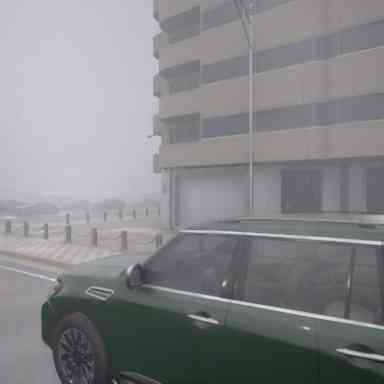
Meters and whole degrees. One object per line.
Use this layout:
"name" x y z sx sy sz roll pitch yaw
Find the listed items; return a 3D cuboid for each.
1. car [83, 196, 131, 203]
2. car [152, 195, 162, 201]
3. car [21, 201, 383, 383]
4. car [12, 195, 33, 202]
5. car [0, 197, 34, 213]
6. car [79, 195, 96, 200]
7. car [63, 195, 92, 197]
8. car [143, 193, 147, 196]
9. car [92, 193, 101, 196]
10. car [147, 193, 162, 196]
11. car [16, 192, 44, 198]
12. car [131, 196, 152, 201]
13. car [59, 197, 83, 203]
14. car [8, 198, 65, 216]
"car" -10.103 1.547 39.901 2.128 1.511 4.902 0 0 35
"car" -3.374 1.581 49.521 1.812 1.442 4.674 0 0 35
"car" 0.776 1.222 3.443 5.566 2.045 2.150 0 0 35
"car" -38.058 1.419 74.821 1.784 1.438 3.905 0 0 35
"car" -18.916 1.547 33.385 2.128 1.511 4.902 0 0 35
"car" -28.032 1.451 89.124 1.970 1.475 3.806 0 0 35
"car" -21.847 1.451 63.463 1.970 1.475 3.806 0 0 35
"car" -9.592 1.211 76.199 1.905 1.878 3.866 0 0 35
"car" -25.669 1.211 87.450 1.905 1.878 3.866 0 0 35
"car" -7.255 1.209 74.491 1.932 1.855 4.605 0 0 35
"car" -35.725 1.208 73.103 1.932 1.855 4.605 0 0 35
"car" -7.008 1.656 50.442 1.895 1.301 4.718 0 0 35
"car" -13.844 1.619 40.654 1.994 1.385 4.181 0 0 35
"car" -15.178 1.619 32.627 1.994 1.385 4.181 0 0 35
